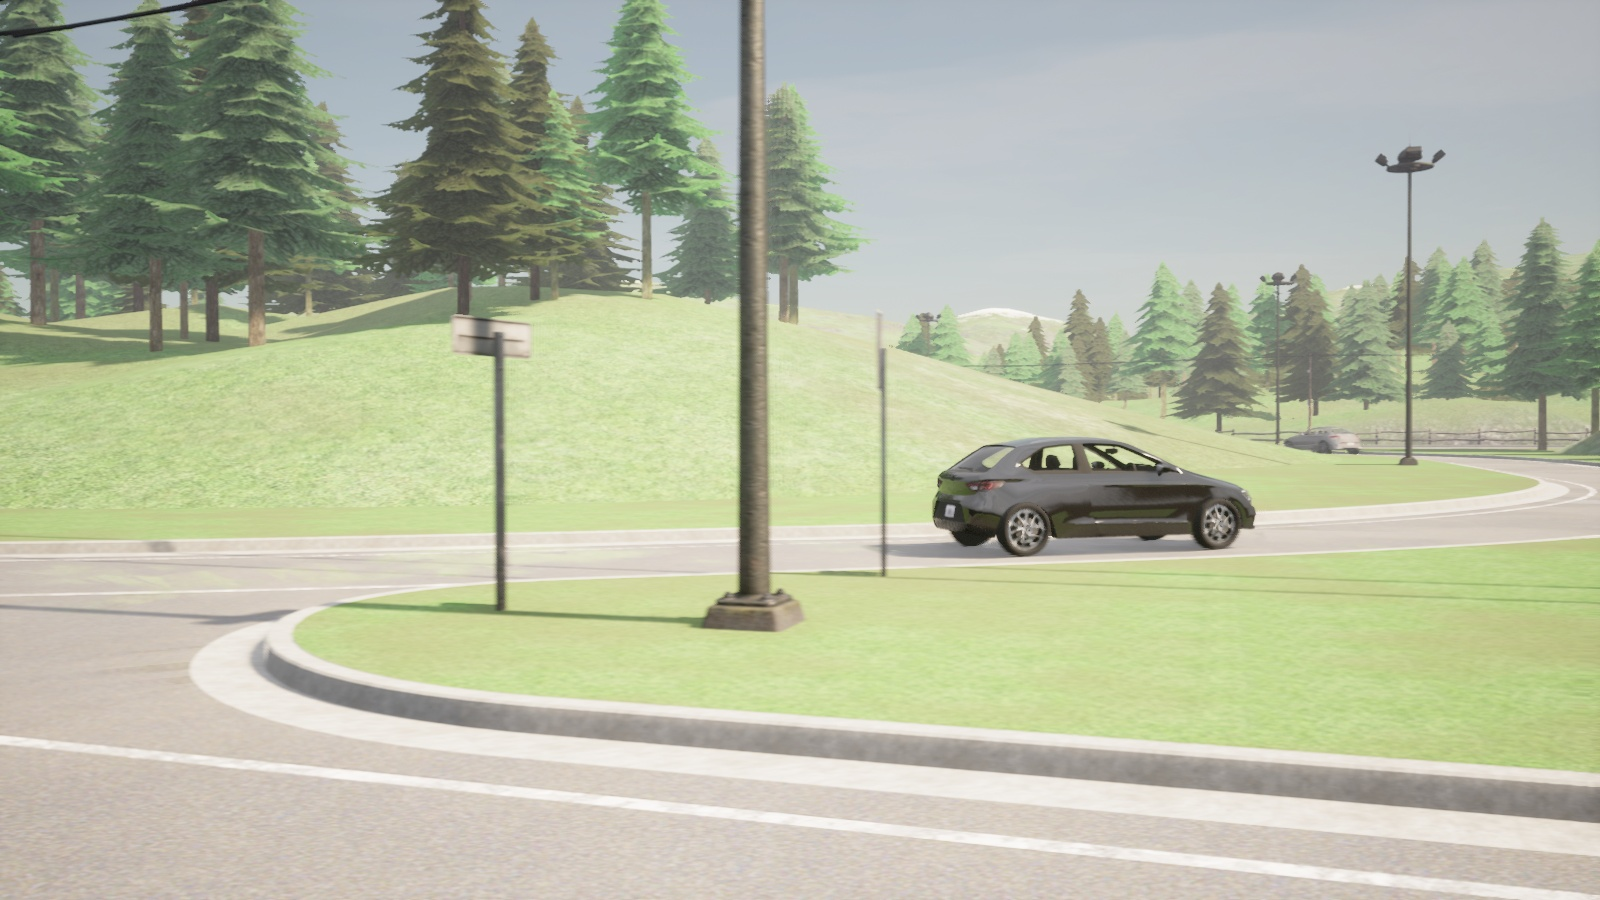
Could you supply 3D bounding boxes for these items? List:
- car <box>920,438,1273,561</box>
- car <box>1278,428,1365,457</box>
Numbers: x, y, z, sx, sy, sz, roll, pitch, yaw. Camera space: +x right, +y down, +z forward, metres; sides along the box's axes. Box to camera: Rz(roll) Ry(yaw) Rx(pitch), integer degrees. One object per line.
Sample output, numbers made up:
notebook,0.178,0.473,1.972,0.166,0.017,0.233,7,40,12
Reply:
car,3.880,0.589,16.597,4.193,1.474,1.816,0,1,-17
car,30.470,-0.458,73.567,2.152,1.651,5.027,0,1,-14
